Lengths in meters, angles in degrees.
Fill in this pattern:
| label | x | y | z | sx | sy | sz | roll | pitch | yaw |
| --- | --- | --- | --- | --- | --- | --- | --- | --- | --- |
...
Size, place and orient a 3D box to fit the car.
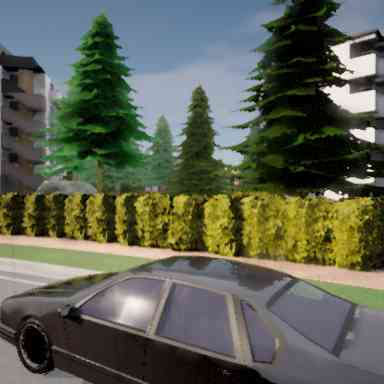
| label | x | y | z | sx | sy | sz | roll | pitch | yaw |
| --- | --- | --- | --- | --- | --- | --- | --- | --- | --- |
| car | -0.051 | 1.528 | 3.914 | 5.357 | 1.411 | 2.033 | 0 | 0 | 32 |
